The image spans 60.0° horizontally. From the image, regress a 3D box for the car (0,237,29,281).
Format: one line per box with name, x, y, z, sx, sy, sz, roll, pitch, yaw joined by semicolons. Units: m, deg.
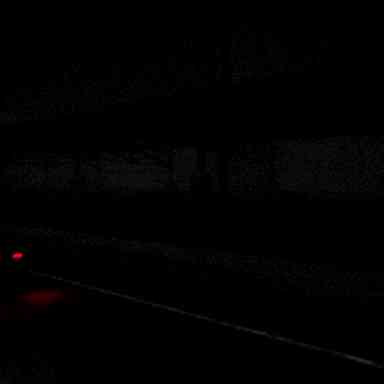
car;-6.325;1.496;8.508;5.357;1.411;2.033;0;0;36
